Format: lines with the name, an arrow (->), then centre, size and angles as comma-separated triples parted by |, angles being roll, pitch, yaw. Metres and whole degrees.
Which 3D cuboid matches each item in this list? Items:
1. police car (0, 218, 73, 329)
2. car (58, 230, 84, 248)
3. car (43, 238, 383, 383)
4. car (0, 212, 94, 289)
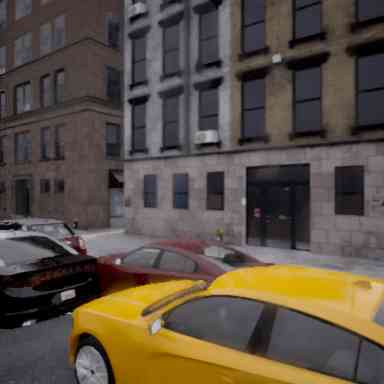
police car -> -4.148, 1.459, 6.813 | 5.238, 1.638, 1.930 | 0, 0, 34
car -> -0.407, 1.582, 6.490 | 4.507, 1.381, 1.887 | 0, 0, 36
car -> 0.766, 1.503, 3.277 | 5.008, 1.535, 1.882 | 0, -1, 38
car -> -5.014, 1.489, 9.817 | 4.097, 1.590, 1.967 | 0, 0, 36
